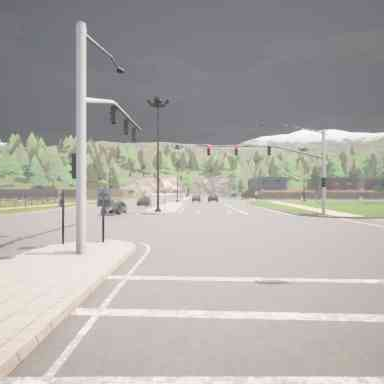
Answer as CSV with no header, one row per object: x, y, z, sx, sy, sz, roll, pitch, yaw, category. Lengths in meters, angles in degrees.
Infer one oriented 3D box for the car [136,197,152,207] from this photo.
-7.461,1.504,51.817,1.837,1.490,4.892,0,0,1,car

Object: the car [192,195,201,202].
0.877,1.358,69.806,2.128,1.511,4.902,0,0,1,car

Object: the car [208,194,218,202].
4.376,1.188,69.730,2.097,1.767,4.553,0,0,1,car

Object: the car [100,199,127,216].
-7.732,1.492,33.050,2.128,1.511,4.902,0,0,1,car
